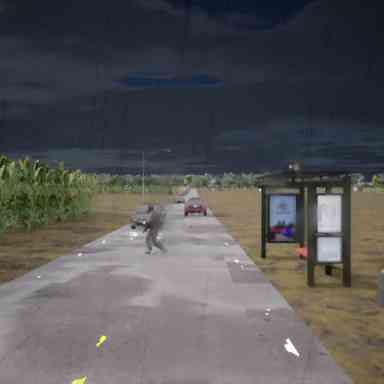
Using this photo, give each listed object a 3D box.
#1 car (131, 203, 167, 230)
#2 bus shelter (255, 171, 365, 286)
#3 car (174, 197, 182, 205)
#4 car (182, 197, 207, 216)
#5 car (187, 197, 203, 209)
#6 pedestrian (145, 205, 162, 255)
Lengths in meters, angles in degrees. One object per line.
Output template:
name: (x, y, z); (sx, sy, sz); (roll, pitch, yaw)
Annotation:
car: (-2.676, 1.515, 21.377); (1.837, 1.490, 4.892); (0, 0, 0)
bus shelter: (3.207, 0.875, 9.925); (1.920, 2.740, 3.880); (0, 0, 0)
car: (-2.303, 1.622, 62.115); (1.994, 1.385, 4.181); (0, 0, 1)
car: (0.358, 1.370, 33.293); (2.097, 1.767, 4.553); (0, 0, 1)
car: (0.467, 1.535, 47.249); (2.128, 1.511, 4.902); (0, 0, 1)
pedestrian: (-1.352, 1.295, 11.723); (0.375, 1.860, 0.375); (0, 0, 0)
